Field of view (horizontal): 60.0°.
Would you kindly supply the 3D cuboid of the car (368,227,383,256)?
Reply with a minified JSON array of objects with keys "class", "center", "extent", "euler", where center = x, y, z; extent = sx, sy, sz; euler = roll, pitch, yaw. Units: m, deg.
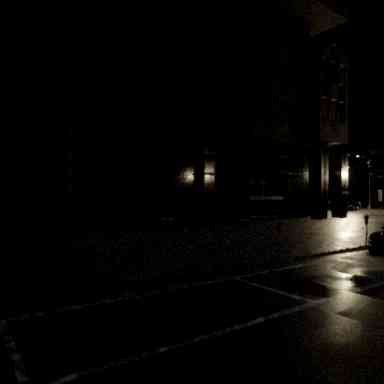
[{"class":"car","center":[8.481,1.721,12.702],"extent":[4.507,1.381,1.887],"euler":[1,0,-36]}]

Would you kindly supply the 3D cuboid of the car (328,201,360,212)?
[{"class":"car","center":[20.169,1.944,45.262],"extent":[2.128,1.511,4.902],"euler":[1,0,-36]}]
